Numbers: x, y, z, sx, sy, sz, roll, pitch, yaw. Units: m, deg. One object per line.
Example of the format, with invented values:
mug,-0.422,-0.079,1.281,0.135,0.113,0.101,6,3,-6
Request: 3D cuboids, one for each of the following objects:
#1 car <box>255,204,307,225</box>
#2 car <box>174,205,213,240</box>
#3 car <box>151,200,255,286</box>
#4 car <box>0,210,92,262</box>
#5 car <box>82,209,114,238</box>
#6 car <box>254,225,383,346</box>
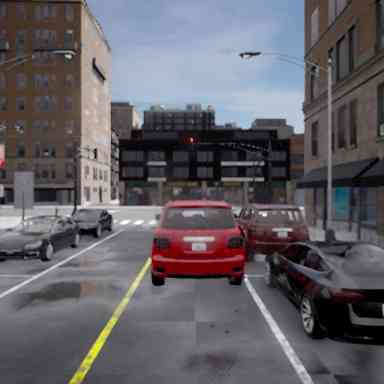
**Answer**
car,2.632,1.320,12.045,2.192,1.841,5.009,0,0,0
car,0.083,1.533,17.961,1.812,1.442,4.674,0,0,0
car,0.086,1.225,9.538,2.150,2.045,5.566,0,0,-1
car,-5.393,1.555,12.041,2.008,1.369,4.403,0,0,0
car,-5.396,1.573,17.703,1.947,1.339,4.313,0,0,0
car,2.634,1.568,6.383,1.947,1.339,4.313,0,0,0
